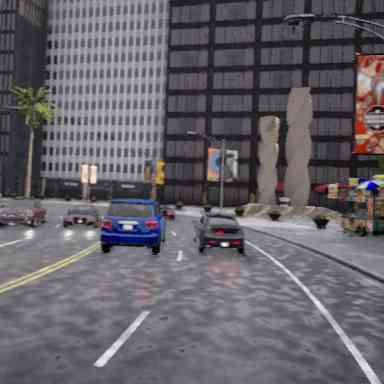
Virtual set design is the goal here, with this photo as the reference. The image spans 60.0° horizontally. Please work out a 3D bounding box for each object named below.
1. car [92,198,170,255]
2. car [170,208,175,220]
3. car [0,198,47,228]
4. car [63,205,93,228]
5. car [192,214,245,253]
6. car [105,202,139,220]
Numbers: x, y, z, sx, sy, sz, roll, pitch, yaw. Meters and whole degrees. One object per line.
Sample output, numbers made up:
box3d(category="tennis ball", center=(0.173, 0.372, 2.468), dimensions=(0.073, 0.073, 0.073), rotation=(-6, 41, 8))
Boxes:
box3d(category="car", center=(-2.273, 1.301, 13.967), dimensions=(2.150, 2.045, 5.566), rotation=(3, 0, -2))
box3d(category="car", center=(-3.148, 1.823, 31.563), dimensions=(1.994, 1.385, 4.181), rotation=(3, -1, -26))
box3d(category="car", center=(-10.320, 1.170, 20.354), dimensions=(2.097, 1.767, 4.553), rotation=(3, -1, -13))
box3d(category="car", center=(-7.002, 1.536, 21.448), dimensions=(1.994, 1.385, 4.181), rotation=(3, -1, -13))
box3d(category="car", center=(1.112, 1.739, 15.011), dimensions=(1.837, 1.490, 4.892), rotation=(3, 0, -3))
box3d(category="car", center=(-6.469, 1.669, 30.441), dimensions=(1.994, 1.385, 4.181), rotation=(3, -1, -26))
